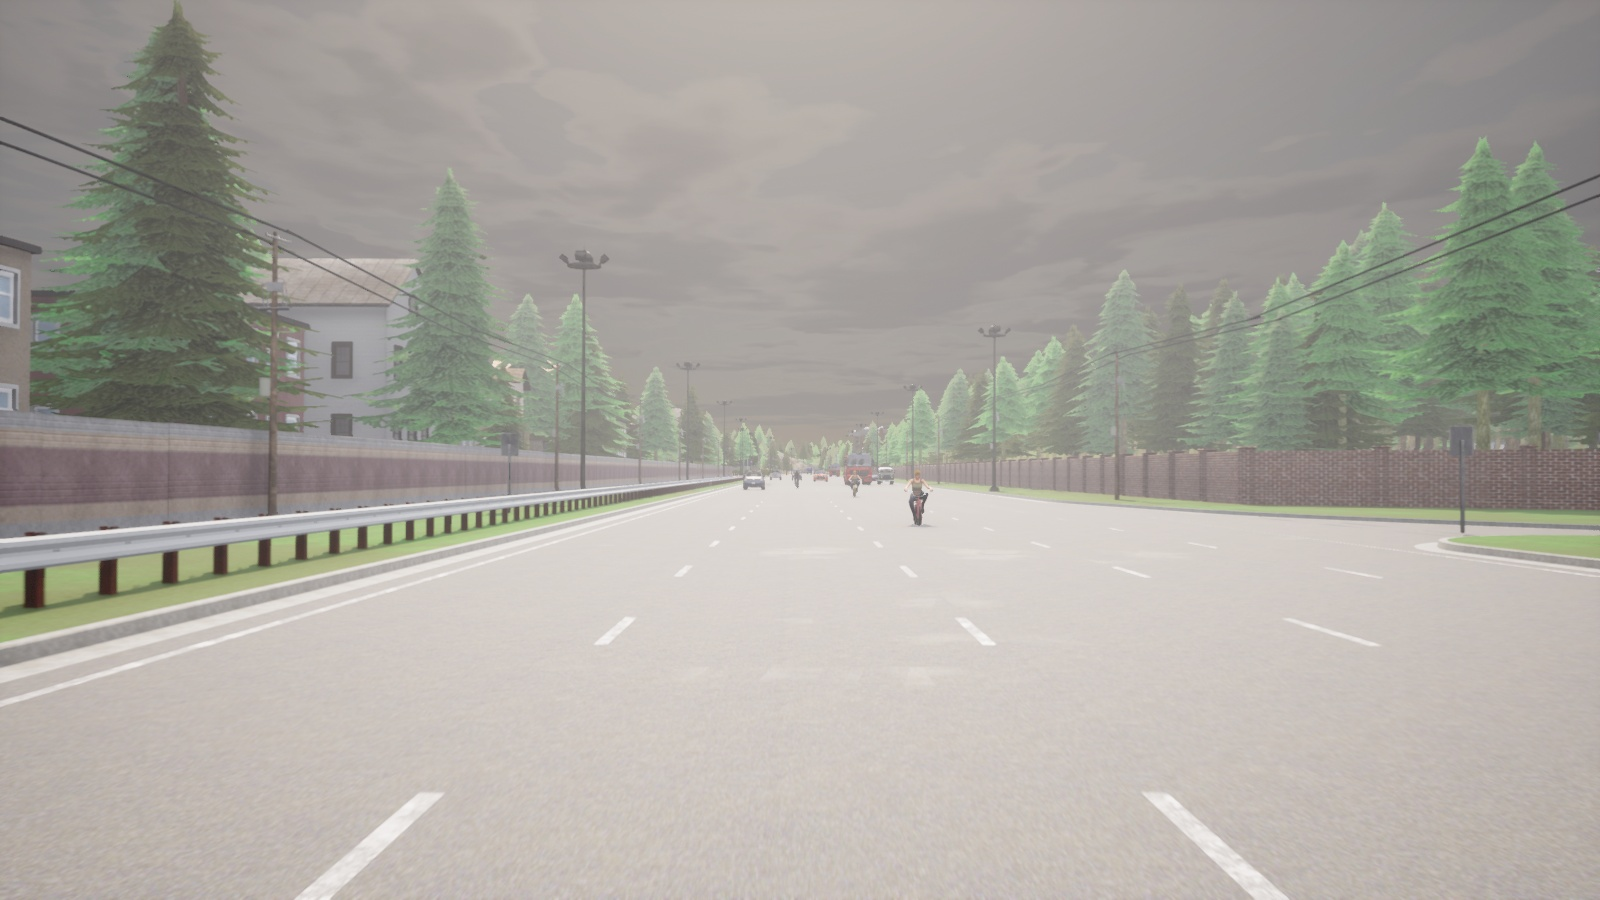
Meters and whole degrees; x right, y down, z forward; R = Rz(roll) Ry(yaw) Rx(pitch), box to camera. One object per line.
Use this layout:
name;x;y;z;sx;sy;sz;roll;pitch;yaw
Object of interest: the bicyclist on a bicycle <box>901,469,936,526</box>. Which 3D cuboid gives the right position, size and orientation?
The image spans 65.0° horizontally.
bicyclist on a bicycle;3.408;1.343;36.199;0.866;1.612;1.509;0;-1;0
